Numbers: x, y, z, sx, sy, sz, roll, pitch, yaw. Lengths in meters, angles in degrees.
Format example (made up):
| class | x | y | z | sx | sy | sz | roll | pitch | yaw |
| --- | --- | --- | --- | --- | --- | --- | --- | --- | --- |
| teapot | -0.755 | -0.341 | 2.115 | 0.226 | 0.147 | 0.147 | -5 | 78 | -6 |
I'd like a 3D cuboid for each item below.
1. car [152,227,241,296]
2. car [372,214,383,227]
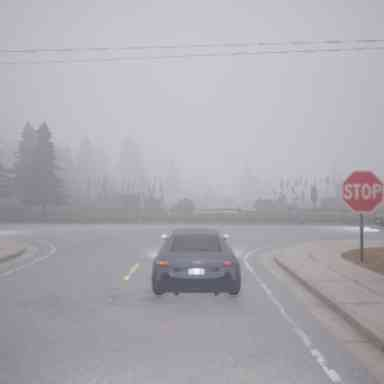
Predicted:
| class | x | y | z | sx | sy | sz | roll | pitch | yaw |
| --- | --- | --- | --- | --- | --- | --- | --- | --- | --- |
| car | 0.091 | 1.619 | 8.834 | 1.994 | 1.385 | 4.181 | 0 | 0 | 0 |
| car | 13.816 | 1.659 | 21.071 | 4.181 | 1.385 | 1.994 | 0 | 0 | 3 |
